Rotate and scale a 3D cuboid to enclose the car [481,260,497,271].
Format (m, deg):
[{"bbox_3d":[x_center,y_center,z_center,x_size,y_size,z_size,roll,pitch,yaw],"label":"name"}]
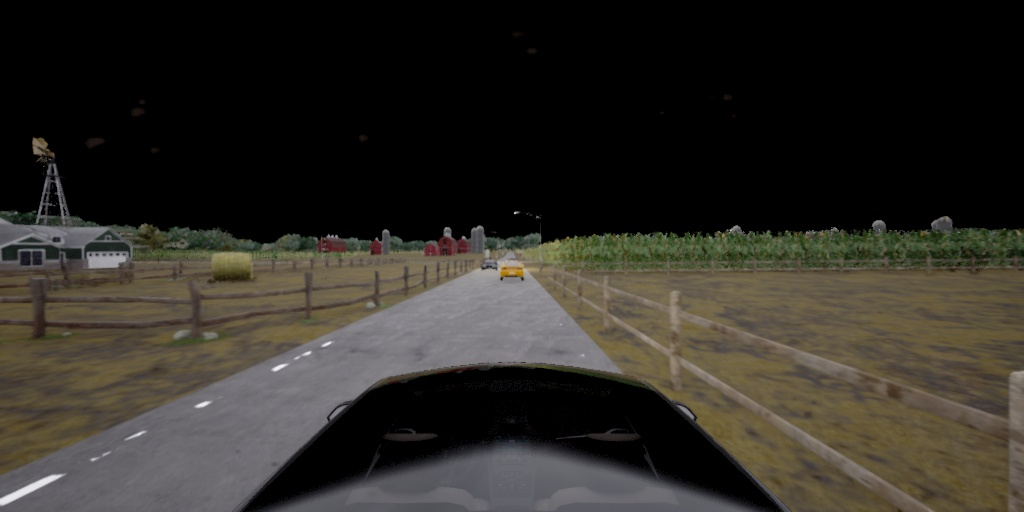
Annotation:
[{"bbox_3d":[-2.750,1.130,44.944,1.994,1.385,4.181,0,0,0],"label":"car"}]

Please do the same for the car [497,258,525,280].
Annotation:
[{"bbox_3d":[0.020,1.103,29.709,1.882,1.535,5.008,0,1,0],"label":"car"}]
